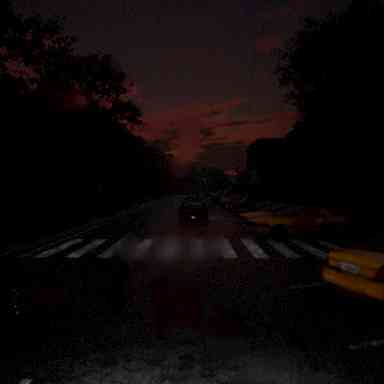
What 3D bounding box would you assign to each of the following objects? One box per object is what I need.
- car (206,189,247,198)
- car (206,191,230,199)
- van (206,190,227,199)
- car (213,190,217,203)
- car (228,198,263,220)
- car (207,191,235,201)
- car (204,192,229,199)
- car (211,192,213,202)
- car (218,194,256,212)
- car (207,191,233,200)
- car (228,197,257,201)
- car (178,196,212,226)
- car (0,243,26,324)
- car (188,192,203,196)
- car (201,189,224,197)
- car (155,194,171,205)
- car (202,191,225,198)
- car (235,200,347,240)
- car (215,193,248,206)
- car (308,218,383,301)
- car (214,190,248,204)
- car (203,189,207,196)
[{"bbox_3d":[5.316,0.756,46.283,5.566,2.045,2.435,1,1,-20],"label":"car"},{"bbox_3d":[5.453,0.645,70.332,4.553,1.767,2.185,1,1,-20],"label":"car"},{"bbox_3d":[5.543,0.492,76.379,4.442,1.987,1.878,1,0,-20],"label":"van"},{"bbox_3d":[5.336,0.950,40.310,4.553,1.767,2.185,1,1,-20],"label":"car"},{"bbox_3d":[5.096,1.330,19.235,5.366,1.575,1.946,0,1,-20],"label":"car"},{"bbox_3d":[5.357,0.727,61.314,4.553,1.767,2.185,1,0,-20],"label":"car"},{"bbox_3d":[5.419,0.743,73.336,5.008,1.535,2.097,1,0,-20],"label":"car"},{"bbox_3d":[5.311,1.081,43.308,4.674,1.452,2.002,1,0,-20],"label":"car"},{"bbox_3d":[5.280,1.224,31.300,4.674,1.452,2.002,0,1,-20],"label":"car"},{"bbox_3d":[5.368,0.699,64.315,4.553,1.767,2.185,1,0,-20],"label":"car"},{"bbox_3d":[5.277,1.298,22.299,4.892,1.521,2.231,1,1,-20],"label":"car"},{"bbox_3d":[0.066,1.294,22.098,1.882,1.535,5.008,0,1,0],"label":"car"},{"bbox_3d":[-4.032,1.356,4.096,2.097,1.767,4.553,0,0,0],"label":"car"},{"bbox_3d":[0.089,1.082,41.641,1.837,1.490,4.892,0,1,0],"label":"car"},{"bbox_3d":[5.459,0.359,88.371,5.566,2.045,2.435,1,0,-20],"label":"car"},{"bbox_3d":[-4.005,1.041,47.320,1.812,1.442,4.674,0,1,0],"label":"car"},{"bbox_3d":[5.262,0.659,82.280,5.366,1.575,1.946,1,1,-20],"label":"car"},{"bbox_3d":[5.099,1.368,16.234,5.366,1.575,1.946,1,1,-20],"label":"car"},{"bbox_3d":[5.257,1.176,34.291,4.792,1.488,2.163,1,1,-20],"label":"car"},{"bbox_3d":[5.470,1.477,7.349,5.366,1.575,1.946,1,0,-20],"label":"car"},{"bbox_3d":[5.326,0.985,37.309,4.553,1.767,2.185,1,1,-20],"label":"car"},{"bbox_3d":[5.341,0.661,55.299,5.566,2.045,2.435,1,1,-20],"label":"car"}]
